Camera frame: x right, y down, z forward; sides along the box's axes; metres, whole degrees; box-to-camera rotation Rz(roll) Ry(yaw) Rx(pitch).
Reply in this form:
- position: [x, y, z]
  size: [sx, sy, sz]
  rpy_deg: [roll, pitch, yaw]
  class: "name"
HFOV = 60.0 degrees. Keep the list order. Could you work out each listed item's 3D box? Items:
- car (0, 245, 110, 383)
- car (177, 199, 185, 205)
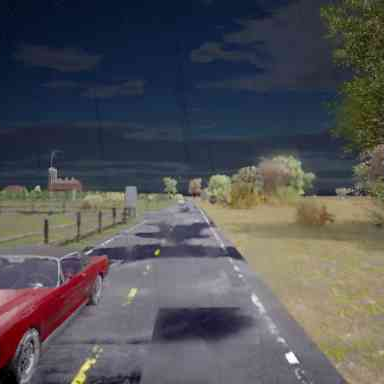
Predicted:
- position: [-2.852, 1.665, 5.528]
  size: [1.895, 1.301, 4.718]
  rpy_deg: [0, -1, 0]
  class: "car"
- position: [-2.754, 2.594, 85.497]
  size: [1.812, 1.442, 4.674]
  rpy_deg: [0, -1, 0]
  class: "car"
